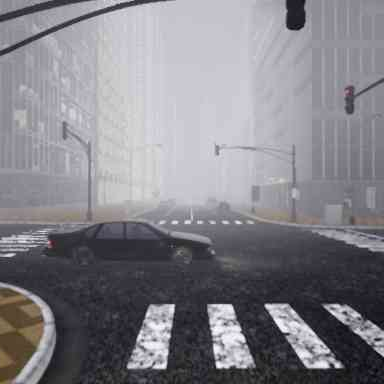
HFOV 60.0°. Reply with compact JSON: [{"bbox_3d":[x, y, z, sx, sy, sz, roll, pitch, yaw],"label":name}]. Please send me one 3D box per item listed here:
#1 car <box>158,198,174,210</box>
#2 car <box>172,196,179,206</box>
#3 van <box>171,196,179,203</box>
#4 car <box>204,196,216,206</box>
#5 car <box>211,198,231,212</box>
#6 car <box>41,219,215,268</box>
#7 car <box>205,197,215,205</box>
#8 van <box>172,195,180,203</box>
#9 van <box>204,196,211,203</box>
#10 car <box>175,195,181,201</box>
[{"bbox_3d":[-4.002,1.871,48.270,1.802,1.307,4.206,0,0,0],"label":"car"},{"bbox_3d":[-4.063,1.938,64.853,1.947,1.339,4.313,0,0,0],"label":"car"},{"bbox_3d":[-4.125,1.791,81.437,1.690,1.788,3.998,0,0,0],"label":"van"},{"bbox_3d":[3.817,1.688,64.883,2.192,1.841,5.009,0,0,0],"label":"car"},{"bbox_3d":[3.948,1.826,42.773,1.947,1.339,4.313,0,0,0],"label":"car"},{"bbox_3d":[-1.976,1.601,10.934,5.357,1.411,2.033,1,0,-3],"label":"car"},{"bbox_3d":[3.797,1.839,70.411,1.967,1.590,4.097,0,0,0],"label":"car"},{"bbox_3d":[-4.145,1.817,86.964,1.690,1.788,3.998,0,0,0],"label":"van"},{"bbox_3d":[3.755,1.791,81.466,1.690,1.788,3.998,0,0,0],"label":"van"},{"bbox_3d":[-4.104,1.864,75.909,1.967,1.590,4.097,0,0,0],"label":"car"}]
